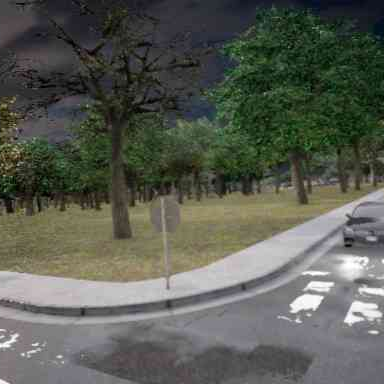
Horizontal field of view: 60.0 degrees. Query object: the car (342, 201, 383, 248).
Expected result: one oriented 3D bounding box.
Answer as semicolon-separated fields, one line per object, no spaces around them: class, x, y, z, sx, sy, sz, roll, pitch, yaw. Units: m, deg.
car;6.788;1.090;12.201;1.812;1.442;4.674;-5;0;33
